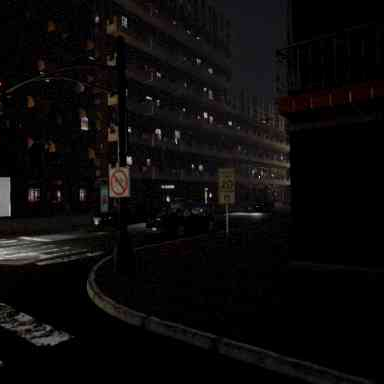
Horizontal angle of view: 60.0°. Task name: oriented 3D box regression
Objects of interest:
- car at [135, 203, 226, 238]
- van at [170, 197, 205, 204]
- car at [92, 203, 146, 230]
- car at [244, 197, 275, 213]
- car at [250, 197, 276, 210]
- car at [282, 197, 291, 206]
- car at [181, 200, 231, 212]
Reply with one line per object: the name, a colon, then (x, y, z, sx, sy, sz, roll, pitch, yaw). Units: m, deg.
car: (-0.433, 1.435, 16.780, 2.008, 1.369, 4.403, -1, -1, 36)
van: (-0.330, 1.365, 30.425, 1.690, 1.788, 3.998, -1, -1, 36)
car: (-4.063, 1.486, 21.028, 2.128, 1.511, 4.902, -1, -1, 35)
car: (7.458, 1.478, 37.012, 1.812, 1.442, 4.674, -1, -1, 36)
car: (9.428, 1.431, 43.993, 1.967, 1.590, 4.097, -1, -1, 36)
car: (15.835, 1.496, 52.899, 1.752, 1.417, 4.829, -1, -1, 36)
car: (1.404, 1.574, 28.608, 1.895, 1.301, 4.718, -1, -1, 36)
